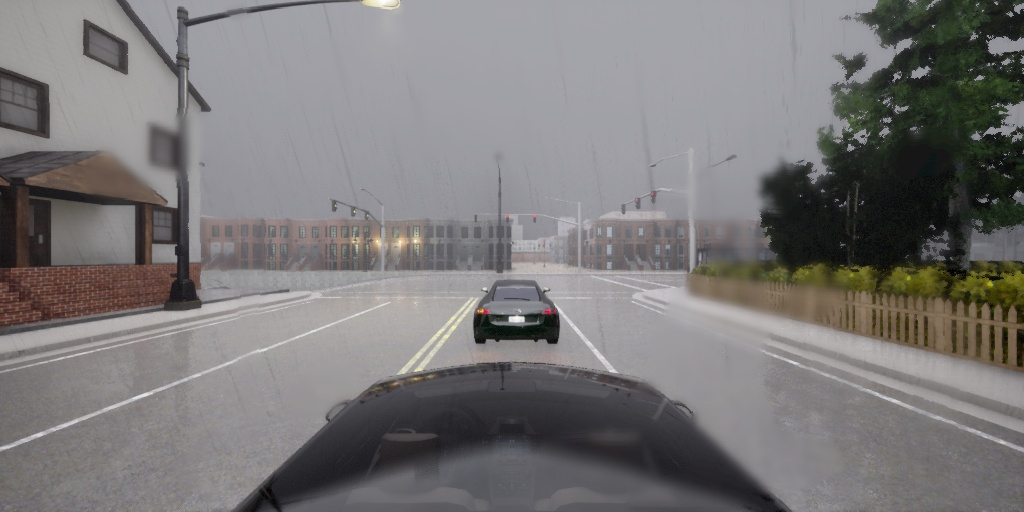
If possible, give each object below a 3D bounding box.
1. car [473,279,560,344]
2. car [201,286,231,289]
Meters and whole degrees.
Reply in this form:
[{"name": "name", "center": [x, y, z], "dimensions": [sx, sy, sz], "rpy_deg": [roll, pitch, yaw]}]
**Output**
[{"name": "car", "center": [0.102, 1.314, 9.612], "dimensions": [1.994, 1.385, 4.181], "rpy_deg": [0, 0, 0]}, {"name": "car", "center": [-22.429, 3.308, 26.870], "dimensions": [5.566, 2.045, 2.150], "rpy_deg": [-13, 1, -1]}]
